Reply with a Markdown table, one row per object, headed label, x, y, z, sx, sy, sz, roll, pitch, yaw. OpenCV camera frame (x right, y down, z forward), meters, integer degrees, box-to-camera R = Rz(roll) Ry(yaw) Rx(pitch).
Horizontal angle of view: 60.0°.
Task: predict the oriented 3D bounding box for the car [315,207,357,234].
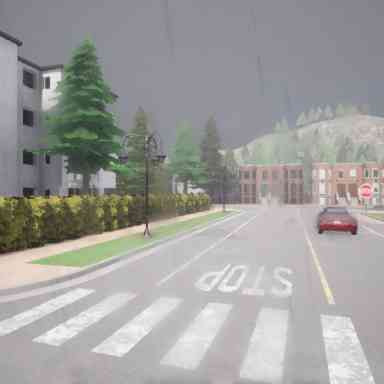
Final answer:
| label | x | y | z | sx | sy | sz | roll | pitch | yaw |
| --- | --- | --- | --- | --- | --- | --- | --- | --- | --- |
| car | 8.216 | 1.558 | 19.219 | 1.994 | 1.385 | 4.181 | 0 | 0 | 18 |
